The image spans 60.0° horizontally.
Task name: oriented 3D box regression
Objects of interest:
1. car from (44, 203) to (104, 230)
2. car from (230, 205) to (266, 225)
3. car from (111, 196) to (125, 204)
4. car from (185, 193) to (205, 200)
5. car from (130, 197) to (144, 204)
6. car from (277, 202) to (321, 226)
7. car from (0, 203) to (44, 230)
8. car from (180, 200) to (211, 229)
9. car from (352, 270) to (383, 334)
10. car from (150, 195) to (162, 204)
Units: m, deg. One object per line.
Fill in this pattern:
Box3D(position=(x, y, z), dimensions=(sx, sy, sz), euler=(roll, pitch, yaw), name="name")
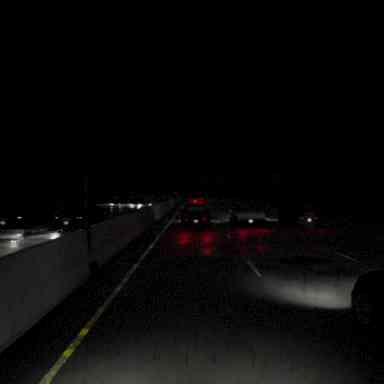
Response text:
Box3D(position=(-6.959, 1.450, 20.865), dimensions=(2.128, 1.511, 4.902), euler=(0, 0, 0), name="car")
Box3D(position=(3.759, 1.561, 23.328), dimensions=(1.895, 1.301, 4.718), euler=(0, 0, 0), name="car")
Box3D(position=(-13.597, 1.423, 61.400), dimensions=(1.812, 1.442, 4.674), euler=(0, 0, 1), name="car")
Box3D(position=(0.391, 1.150, 39.808), dimensions=(2.150, 2.045, 5.566), euler=(0, 0, 1), name="car")
Box3D(position=(-10.092, 1.500, 61.361), dimensions=(1.895, 1.301, 4.718), euler=(0, 0, 1), name="car")
Box3D(position=(7.256, 1.467, 22.910), dimensions=(1.837, 1.490, 4.892), euler=(0, 0, 0), name="car")
Box3D(position=(-10.458, 1.449, 20.878), dimensions=(2.128, 1.511, 4.902), euler=(0, 0, 0), name="car")
Box3D(position=(0.233, 1.487, 21.383), dimensions=(1.812, 1.442, 4.674), euler=(0, 0, 0), name="car")
Box3D(position=(3.633, 1.521, 3.764), dimensions=(1.812, 1.442, 4.674), euler=(0, 0, 0), name="car")
Box3D(position=(-6.602, 1.379, 61.347), dimensions=(1.882, 1.535, 5.008), euler=(0, 0, 1), name="car")
